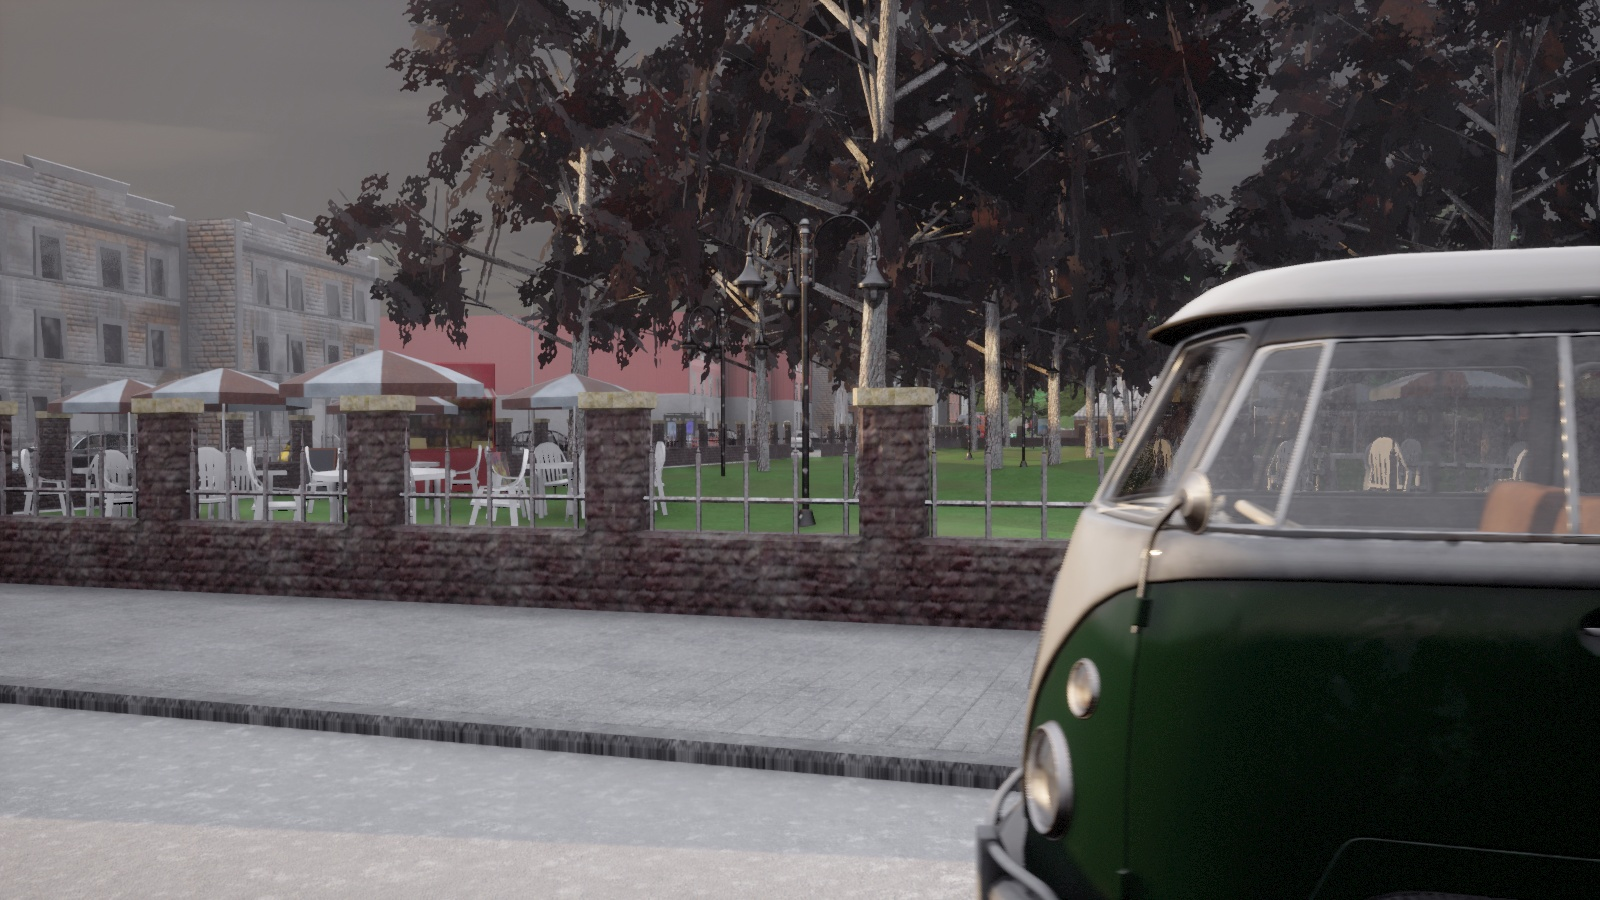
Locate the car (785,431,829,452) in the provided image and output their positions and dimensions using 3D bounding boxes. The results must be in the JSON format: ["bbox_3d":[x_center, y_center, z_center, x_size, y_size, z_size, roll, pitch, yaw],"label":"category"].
[{"bbox_3d":[0.499,-0.605,87.355,1.970,1.475,3.806,1,1,19],"label":"car"}]

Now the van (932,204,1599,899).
[{"bbox_3d":[2.671,0.544,2.815,4.442,1.987,1.775,1,1,19],"label":"van"}]

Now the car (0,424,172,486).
[{"bbox_3d":[-20.779,0.100,36.110,2.033,1.649,4.856,1,1,18],"label":"car"}]

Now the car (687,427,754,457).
[{"bbox_3d":[-4.545,-0.503,72.242,2.242,1.667,4.611,1,1,19],"label":"car"}]

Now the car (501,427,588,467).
[{"bbox_3d":[-10.816,-0.171,53.412,1.851,1.617,3.988,1,1,18],"label":"car"}]
